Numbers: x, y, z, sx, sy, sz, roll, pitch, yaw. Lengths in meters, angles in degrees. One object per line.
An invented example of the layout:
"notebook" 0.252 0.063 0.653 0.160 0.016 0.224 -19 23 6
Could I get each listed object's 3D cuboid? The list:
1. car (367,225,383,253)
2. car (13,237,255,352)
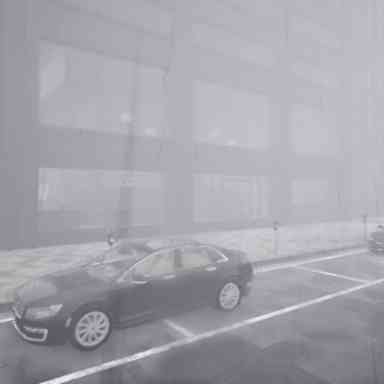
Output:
"car" 8.367 1.612 12.622 4.403 1.369 2.008 0 0 -36
"car" -0.779 1.563 6.093 4.403 1.369 2.008 0 0 -36
